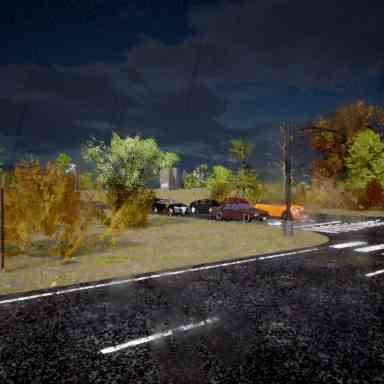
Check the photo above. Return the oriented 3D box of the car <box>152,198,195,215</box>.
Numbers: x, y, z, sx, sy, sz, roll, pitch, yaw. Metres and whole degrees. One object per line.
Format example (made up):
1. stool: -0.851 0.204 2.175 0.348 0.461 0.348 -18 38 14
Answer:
1. car: -2.293 1.493 34.341 2.128 1.511 4.902 0 0 -38

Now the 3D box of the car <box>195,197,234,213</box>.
1. car: 1.691 1.488 34.529 1.837 1.490 4.892 0 0 -38

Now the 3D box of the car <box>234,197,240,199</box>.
1. car: 4.798 1.414 41.442 1.882 1.535 5.008 -1 1 -38

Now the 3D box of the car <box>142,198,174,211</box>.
1. car: -4.419 1.499 42.306 1.812 1.442 4.674 0 0 -38

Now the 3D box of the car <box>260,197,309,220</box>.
1. car: 7.277 1.345 27.418 2.097 1.767 4.553 0 0 -38

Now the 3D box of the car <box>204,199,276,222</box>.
1. car: 3.723 1.560 26.683 2.033 1.411 5.357 0 0 -38
